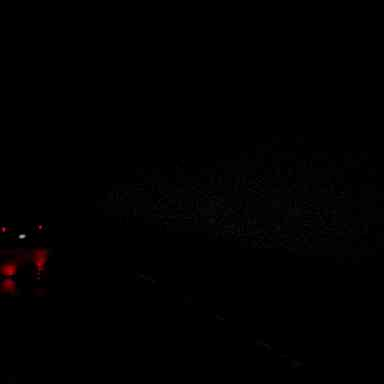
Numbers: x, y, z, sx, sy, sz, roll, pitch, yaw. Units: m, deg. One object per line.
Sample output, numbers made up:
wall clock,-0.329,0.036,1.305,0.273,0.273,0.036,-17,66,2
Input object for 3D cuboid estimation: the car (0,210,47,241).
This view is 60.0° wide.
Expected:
car,-8.202,1.488,15.184,1.895,1.301,4.718,0,1,-38
